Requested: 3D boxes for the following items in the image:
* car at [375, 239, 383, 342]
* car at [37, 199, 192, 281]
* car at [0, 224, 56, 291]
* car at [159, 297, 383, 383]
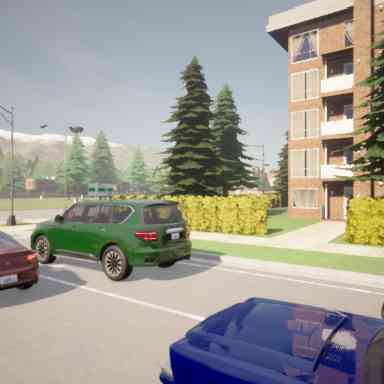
[{"bbox_3d":[5.073,1.564,4.678,4.181,1.385,1.994,0,0,35],"label":"car"},{"bbox_3d":[-2.599,1.221,10.083,5.566,2.045,2.150,0,0,36],"label":"car"},{"bbox_3d":[-5.403,1.525,7.790,4.674,1.442,1.812,0,0,36],"label":"car"},{"bbox_3d":[2.036,1.601,2.543,4.718,1.301,1.895,0,0,35],"label":"car"}]
